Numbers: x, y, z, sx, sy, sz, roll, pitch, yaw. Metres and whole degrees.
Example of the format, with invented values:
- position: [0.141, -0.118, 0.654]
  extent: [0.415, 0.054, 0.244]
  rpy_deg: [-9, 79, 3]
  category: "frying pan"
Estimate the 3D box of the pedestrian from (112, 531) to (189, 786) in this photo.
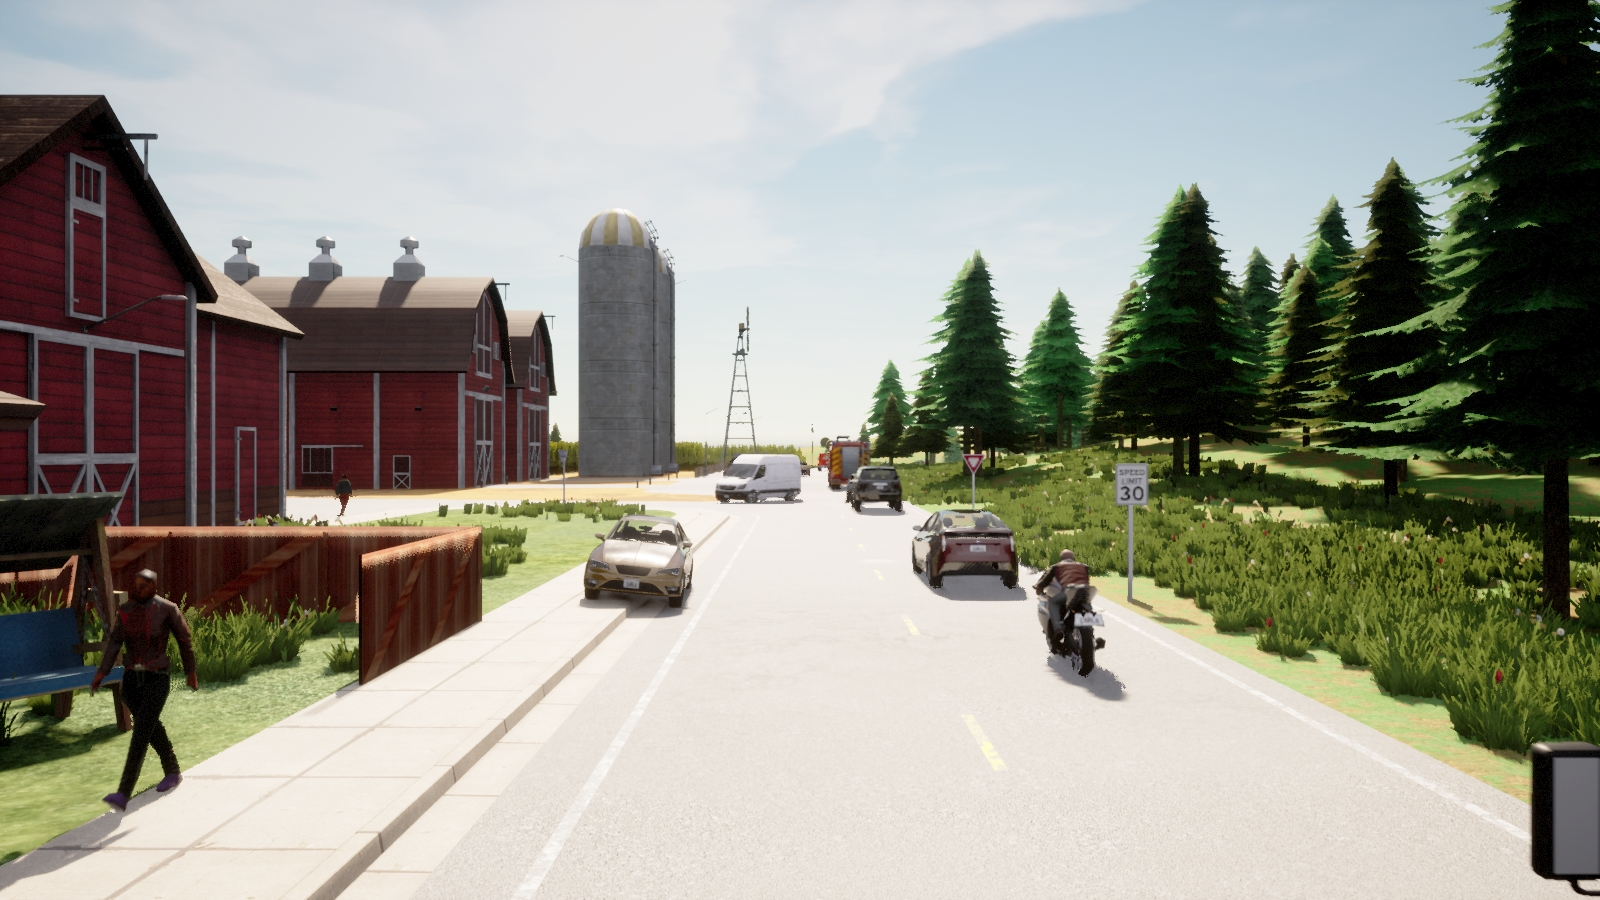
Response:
- position: [-4.897, 1.555, 8.625]
  extent: [0.375, 1.860, 0.375]
  rpy_deg: [0, 0, 0]
  category: "pedestrian"

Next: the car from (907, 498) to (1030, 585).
- position: [3.525, 1.900, 24.712]
  extent: [2.007, 1.525, 4.514]
  rpy_deg: [0, 0, 0]
  category: "car"

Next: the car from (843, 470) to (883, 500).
- position: [3.516, 1.907, 63.103]
  extent: [2.128, 1.511, 4.902]
  rpy_deg: [0, 0, 4]
  category: "car"

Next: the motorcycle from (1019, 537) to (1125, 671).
- position: [3.519, 1.961, 14.993]
  extent: [0.867, 1.460, 2.209]
  rpy_deg: [0, 0, 0]
  category: "motorcycle"

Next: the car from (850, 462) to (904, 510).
- position: [3.554, 1.625, 53.531]
  extent: [2.150, 2.045, 5.566]
  rpy_deg: [0, 0, 0]
  category: "car"

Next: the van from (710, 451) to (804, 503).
- position: [-2.223, 1.383, 60.800]
  extent: [1.988, 2.561, 5.915]
  rpy_deg: [2, 0, 32]
  category: "van"

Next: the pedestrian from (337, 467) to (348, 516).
- position: [-17.815, 1.613, 44.492]
  extent: [0.375, 1.860, 0.375]
  rpy_deg: [0, 0, -13]
  category: "pedestrian"

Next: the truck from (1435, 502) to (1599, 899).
- position: [3.532, 1.434, 1.381]
  extent: [2.627, 2.467, 5.204]
  rpy_deg: [0, 0, 0]
  category: "truck"
